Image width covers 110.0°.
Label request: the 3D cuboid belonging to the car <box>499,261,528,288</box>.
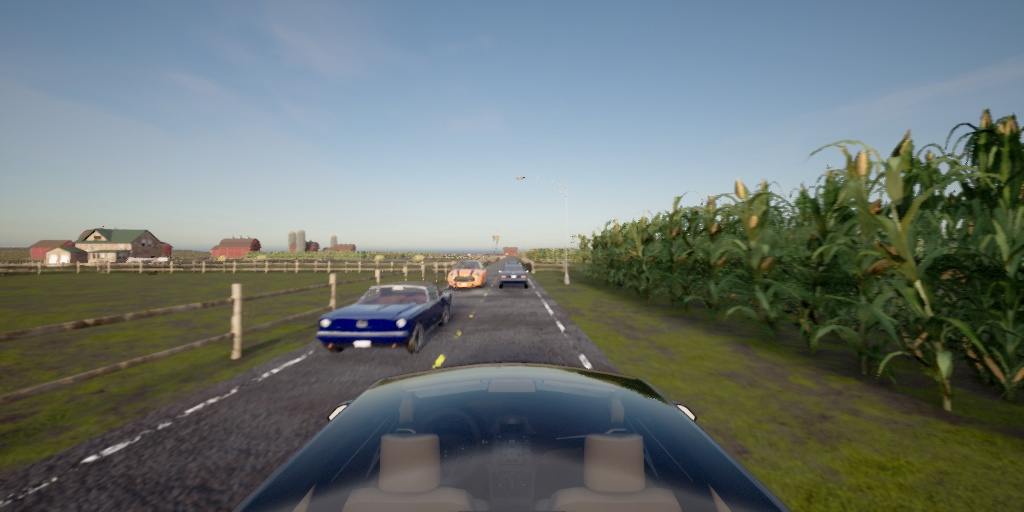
[{"bbox_3d":[0.105,1.293,23.918,2.033,1.411,5.357,0,0,0],"label":"car"}]

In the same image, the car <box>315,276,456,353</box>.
[{"bbox_3d":[-2.807,1.351,8.954,1.895,1.301,4.718,0,0,0],"label":"car"}]

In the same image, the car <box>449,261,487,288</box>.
[{"bbox_3d":[-2.792,1.101,23.374,2.097,1.767,4.553,0,0,1],"label":"car"}]
